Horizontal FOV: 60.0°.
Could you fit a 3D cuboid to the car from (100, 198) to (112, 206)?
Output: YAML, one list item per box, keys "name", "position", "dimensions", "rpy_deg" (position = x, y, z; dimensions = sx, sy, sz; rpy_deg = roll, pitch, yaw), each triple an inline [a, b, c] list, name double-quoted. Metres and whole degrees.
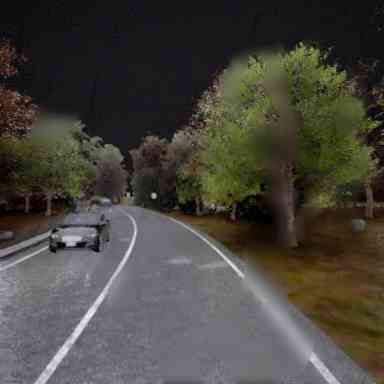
- name: "car"
  position: [-14.158, 1.780, 54.609]
  dimensions: [1.812, 1.442, 4.674]
  rpy_deg: [1, -1, -16]

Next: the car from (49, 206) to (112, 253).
- name: "car"
  position: [-4.550, 1.578, 14.134]
  dimensions: [2.128, 1.511, 4.902]
  rpy_deg: [0, 0, -7]
